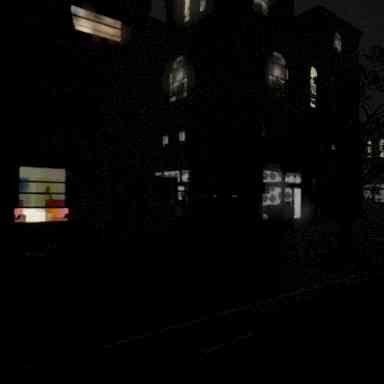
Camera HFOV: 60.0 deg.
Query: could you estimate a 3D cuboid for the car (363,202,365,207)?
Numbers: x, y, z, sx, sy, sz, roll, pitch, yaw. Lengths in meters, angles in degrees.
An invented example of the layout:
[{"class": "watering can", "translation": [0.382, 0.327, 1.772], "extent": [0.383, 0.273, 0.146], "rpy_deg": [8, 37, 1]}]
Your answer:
[{"class": "car", "translation": [22.316, 1.649, 47.519], "extent": [2.008, 1.369, 4.403], "rpy_deg": [1, -1, -30]}]
